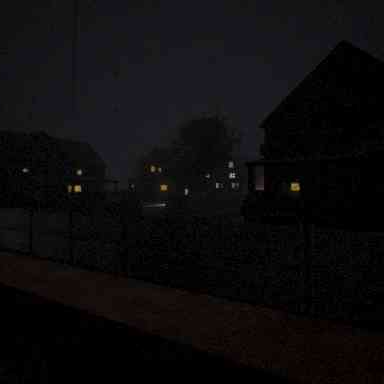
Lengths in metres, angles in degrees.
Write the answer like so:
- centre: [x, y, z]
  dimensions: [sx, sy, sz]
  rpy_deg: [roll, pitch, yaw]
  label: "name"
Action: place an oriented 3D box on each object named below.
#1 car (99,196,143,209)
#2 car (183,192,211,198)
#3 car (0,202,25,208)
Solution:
- centre: [-6.263, 1.021, 28.941]
  dimensions: [1.994, 1.385, 4.181]
  rpy_deg: [1, 2, 37]
  label: "car"
- centre: [0.611, 0.743, 38.538]
  dimensions: [1.994, 1.385, 4.181]
  rpy_deg: [1, 2, 36]
  label: "car"
- centre: [-12.100, 1.295, 20.743]
  dimensions: [1.895, 1.301, 4.718]
  rpy_deg: [1, 2, 34]
  label: "car"
